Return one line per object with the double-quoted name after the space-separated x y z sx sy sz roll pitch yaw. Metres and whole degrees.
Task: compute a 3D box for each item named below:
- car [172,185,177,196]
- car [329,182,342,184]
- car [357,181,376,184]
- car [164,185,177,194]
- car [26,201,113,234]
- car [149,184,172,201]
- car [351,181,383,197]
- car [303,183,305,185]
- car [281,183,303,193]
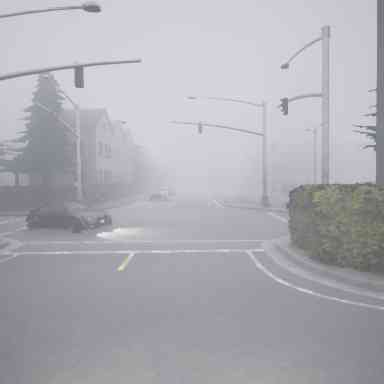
-3.741 -0.305 47.780 2.097 1.767 4.553 -1 2 0 "car"
25.299 -1.034 59.485 2.152 1.636 5.027 -1 2 0 "car"
19.010 -0.176 34.213 1.905 1.878 3.866 -1 2 0 "car"
-3.729 -0.508 58.164 1.837 1.490 4.892 -1 2 0 "car"
-5.979 1.158 16.249 4.181 1.385 1.994 1 3 23 "car"
-3.721 0.163 37.762 1.882 1.535 5.008 -1 2 0 "car"
22.254 -0.461 42.094 1.932 1.855 4.605 -1 2 0 "car"
18.884 -0.872 59.131 1.970 1.475 3.806 -1 2 0 "car"
15.261 -0.525 52.070 2.007 1.523 4.514 -1 2 0 "car"
